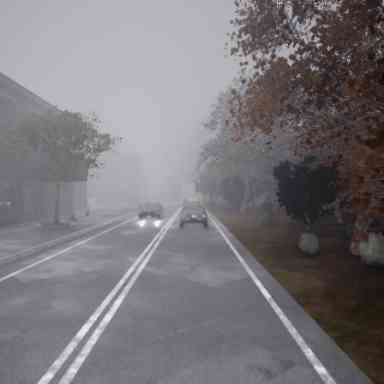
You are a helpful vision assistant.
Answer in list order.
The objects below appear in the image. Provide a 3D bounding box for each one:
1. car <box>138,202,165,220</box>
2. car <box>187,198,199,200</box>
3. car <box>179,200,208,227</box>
[{"bbox_3d":[-3.344,1.524,28.456,2.033,1.411,5.357,0,0,0],"label":"car"},{"bbox_3d":[0.121,1.507,41.509,1.882,1.535,5.008,0,0,0],"label":"car"},{"bbox_3d":[0.105,1.527,22.789,2.033,1.411,5.357,0,0,0],"label":"car"}]
